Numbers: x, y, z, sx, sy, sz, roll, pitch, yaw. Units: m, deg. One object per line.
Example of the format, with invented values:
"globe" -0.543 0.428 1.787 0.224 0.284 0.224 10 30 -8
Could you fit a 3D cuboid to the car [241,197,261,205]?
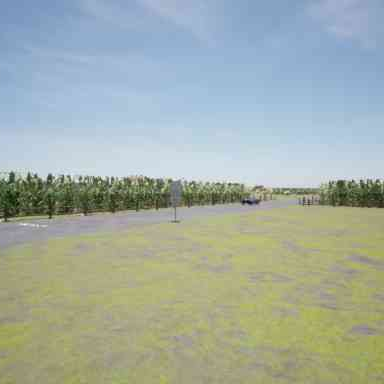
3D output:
"car" 10.115 1.573 56.885 1.895 1.301 4.718 0 0 31
